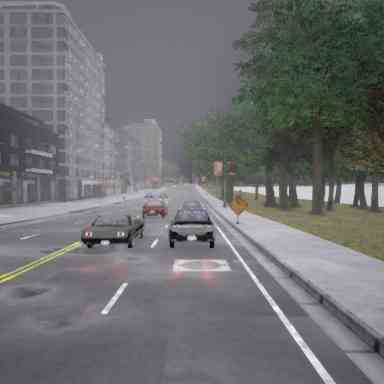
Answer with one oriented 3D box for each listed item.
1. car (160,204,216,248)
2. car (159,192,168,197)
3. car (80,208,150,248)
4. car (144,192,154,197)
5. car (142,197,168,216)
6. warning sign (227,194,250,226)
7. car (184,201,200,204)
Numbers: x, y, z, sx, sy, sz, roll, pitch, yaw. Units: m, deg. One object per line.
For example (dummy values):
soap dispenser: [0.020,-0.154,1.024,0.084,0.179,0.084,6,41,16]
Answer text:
car: [0.000,1.485,14.652,2.128,1.511,4.902,0,0,0]
car: [-6.500,0.779,75.918,1.837,1.490,4.892,0,1,0]
car: [-3.250,1.606,14.682,1.895,1.301,4.718,0,0,0]
car: [-9.750,0.757,75.918,1.882,1.535,5.008,0,1,0]
car: [-3.250,1.454,29.653,1.882,1.535,5.008,0,0,0]
warning sign: [2.864,1.097,20.632,1.300,1.860,1.060,1,1,0]
car: [0.000,1.532,29.653,2.033,1.411,5.357,0,0,0]
